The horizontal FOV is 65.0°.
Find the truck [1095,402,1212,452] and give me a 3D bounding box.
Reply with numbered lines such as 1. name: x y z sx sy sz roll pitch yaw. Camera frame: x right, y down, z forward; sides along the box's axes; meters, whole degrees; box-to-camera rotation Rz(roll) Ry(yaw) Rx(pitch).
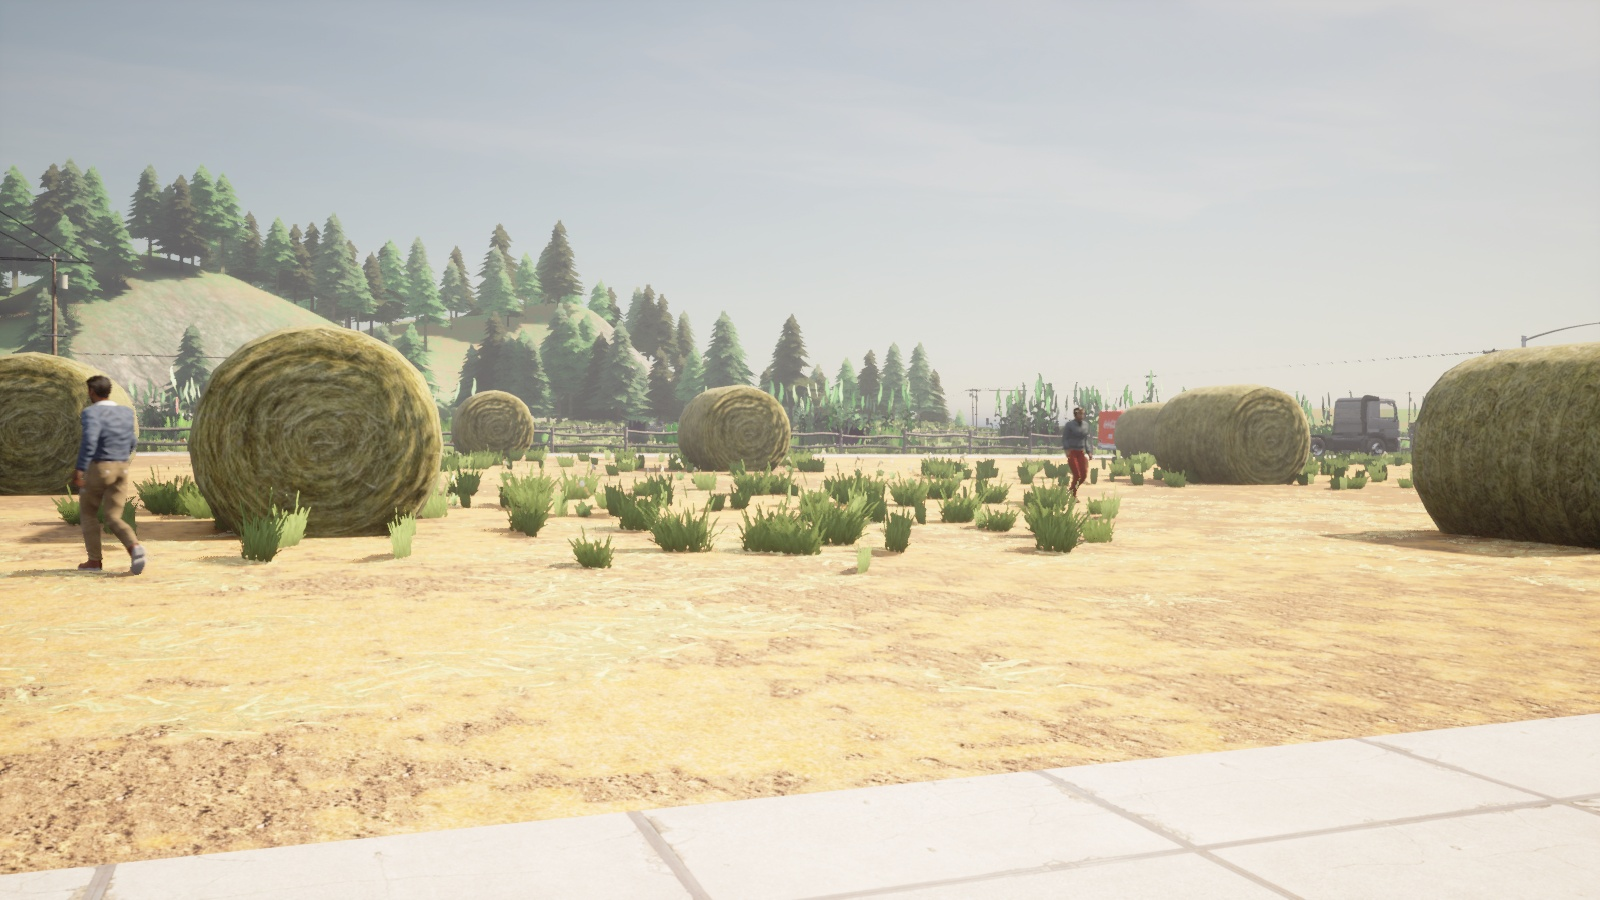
1. truck: 18.163 -1.188 64.598 5.204 2.467 2.627 -1 1 -17

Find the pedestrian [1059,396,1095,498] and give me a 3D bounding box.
1. pedestrian: 5.072 -0.064 23.010 0.353 1.847 0.614 -1 1 -20

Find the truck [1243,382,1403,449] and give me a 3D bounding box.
1. truck: 28.183 -1.856 67.654 7.936 3.462 2.891 -1 1 -17

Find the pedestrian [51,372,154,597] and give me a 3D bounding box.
1. pedestrian: -6.245 0.297 11.246 0.788 1.949 0.423 0 1 29

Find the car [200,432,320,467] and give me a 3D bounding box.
1. car: -23.768 -0.026 55.474 4.674 1.442 1.812 -1 1 -17
